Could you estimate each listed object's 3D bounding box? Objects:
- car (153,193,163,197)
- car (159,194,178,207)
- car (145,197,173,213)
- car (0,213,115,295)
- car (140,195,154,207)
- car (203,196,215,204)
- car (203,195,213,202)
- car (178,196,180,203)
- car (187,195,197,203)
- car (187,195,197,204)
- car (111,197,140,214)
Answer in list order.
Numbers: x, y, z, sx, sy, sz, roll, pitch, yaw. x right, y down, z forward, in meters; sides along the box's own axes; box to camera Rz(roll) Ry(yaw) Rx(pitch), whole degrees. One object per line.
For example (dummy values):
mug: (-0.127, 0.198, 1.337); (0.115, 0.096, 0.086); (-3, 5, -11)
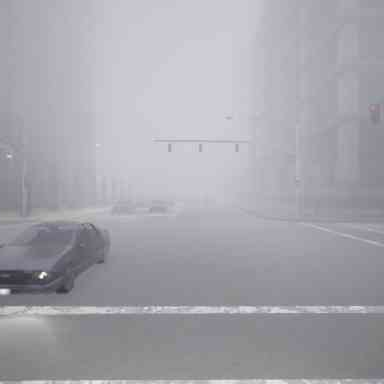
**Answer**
car: (-6.993, 1.206, 68.409); (2.150, 2.045, 5.566); (0, 0, 0)
car: (-3.588, 1.477, 50.773); (1.882, 1.535, 5.008); (0, 0, 0)
car: (-3.595, 1.547, 37.082); (2.033, 1.411, 5.357); (0, 0, 0)
car: (-3.600, 1.521, 9.007); (2.033, 1.411, 5.357); (0, 0, 0)
car: (-7.090, 1.502, 48.427); (1.837, 1.490, 4.892); (0, 1, 0)
car: (3.510, 1.491, 64.620); (2.128, 1.511, 4.902); (0, 0, 0)
car: (3.511, 1.507, 73.695); (1.812, 1.442, 4.674); (0, 0, 0)
car: (-3.495, 1.493, 68.197); (2.128, 1.511, 4.902); (0, 0, 0)
car: (0.011, 1.508, 73.696); (2.128, 1.511, 4.902); (0, 0, 0)
car: (0.009, 1.491, 64.309); (2.128, 1.511, 4.902); (0, 0, 0)
car: (-7.095, 1.505, 34.913); (1.837, 1.490, 4.892); (0, 0, 0)
